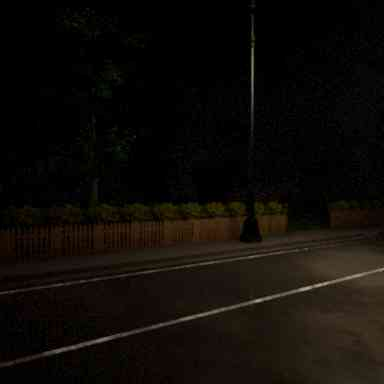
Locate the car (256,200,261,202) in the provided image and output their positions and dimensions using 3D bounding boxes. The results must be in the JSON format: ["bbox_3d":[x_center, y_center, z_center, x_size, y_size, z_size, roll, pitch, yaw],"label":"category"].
[{"bbox_3d":[10.576,1.737,60.356,1.812,1.442,4.674,0,0,-35],"label":"car"}]
